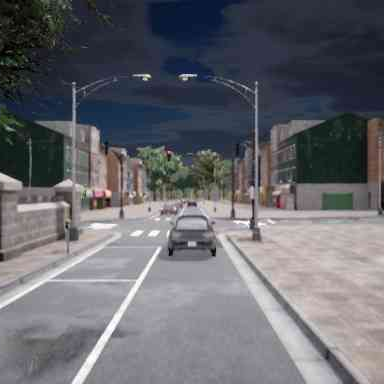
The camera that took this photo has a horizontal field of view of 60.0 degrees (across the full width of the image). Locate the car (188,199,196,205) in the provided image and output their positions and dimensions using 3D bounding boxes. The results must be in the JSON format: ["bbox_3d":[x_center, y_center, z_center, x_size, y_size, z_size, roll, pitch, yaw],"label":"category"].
[{"bbox_3d":[-0.004,2.301,79.485,2.033,1.411,5.357,0,-1,0],"label":"car"}]

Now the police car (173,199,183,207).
[{"bbox_3d":[-3.012,2.254,71.627,1.930,1.638,5.238,0,-1,0],"label":"police car"}]

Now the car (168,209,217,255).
[{"bbox_3d":[0.017,1.671,13.895,1.812,1.442,4.674,0,0,0],"label":"car"}]

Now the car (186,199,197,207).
[{"bbox_3d":[0.021,2.241,66.401,1.882,1.535,5.008,0,0,0],"label":"car"}]

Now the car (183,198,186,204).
[{"bbox_3d":[-2.649,2.237,60.637,1.887,1.381,4.507,-1,-1,0],"label":"car"}]

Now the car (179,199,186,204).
[{"bbox_3d":[-2.651,2.656,93.243,2.008,1.369,4.403,-1,-1,0],"label":"car"}]

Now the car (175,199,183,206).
[{"bbox_3d":[-3.024,2.421,78.515,1.837,1.490,4.892,0,-1,0],"label":"car"}]

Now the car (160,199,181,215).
[{"bbox_3d":[-2.648,1.869,38.901,1.967,1.590,4.097,-1,-1,0],"label":"car"}]

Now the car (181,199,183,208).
[{"bbox_3d":[-2.649,1.933,44.335,1.967,1.590,4.097,-1,-1,0],"label":"car"}]
